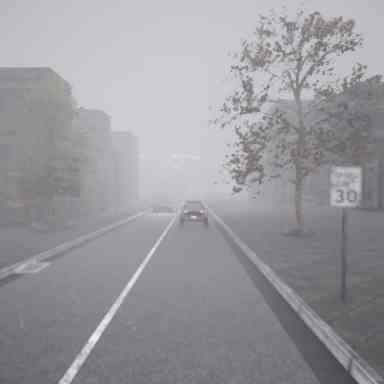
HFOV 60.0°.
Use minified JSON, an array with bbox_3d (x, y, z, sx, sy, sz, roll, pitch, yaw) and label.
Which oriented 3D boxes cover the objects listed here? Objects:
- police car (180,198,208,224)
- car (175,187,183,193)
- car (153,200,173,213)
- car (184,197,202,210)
[{"bbox_3d":[0.117,1.492,24.426,2.038,1.542,4.974,0,0,0],"label":"police car"},{"bbox_3d":[-2.952,-0.359,76.674,1.882,1.535,5.008,0,4,0],"label":"car"},{"bbox_3d":[-3.067,1.546,36.151,1.994,1.385,4.181,0,0,0],"label":"car"},{"bbox_3d":[0.130,1.466,42.551,2.163,1.488,4.792,0,0,0],"label":"car"}]
